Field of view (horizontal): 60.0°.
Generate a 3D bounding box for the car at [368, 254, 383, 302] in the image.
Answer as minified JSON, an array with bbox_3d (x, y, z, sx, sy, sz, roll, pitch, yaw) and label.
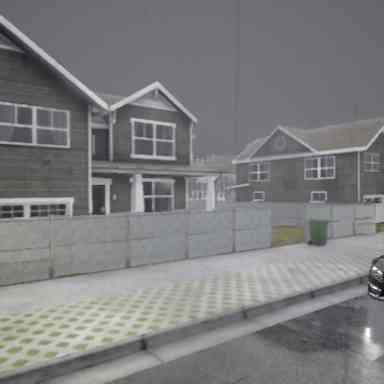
[{"bbox_3d":[5.657,1.493,7.108,4.902,1.511,2.128,0,0,-36],"label":"car"}]
